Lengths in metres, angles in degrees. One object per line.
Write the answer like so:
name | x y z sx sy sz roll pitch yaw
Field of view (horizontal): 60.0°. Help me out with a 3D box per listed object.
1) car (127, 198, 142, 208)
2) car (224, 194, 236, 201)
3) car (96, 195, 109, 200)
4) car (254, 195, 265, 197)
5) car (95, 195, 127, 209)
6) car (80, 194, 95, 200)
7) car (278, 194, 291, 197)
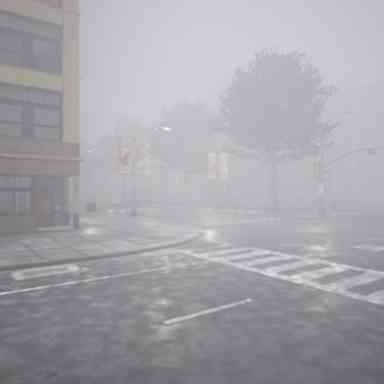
car | -9.038 1.550 47.943 1.895 1.301 4.718 0 0 -35
car | 8.148 1.286 76.882 2.161 1.482 4.786 0 0 -36
car | -23.772 1.435 88.171 1.895 1.301 4.718 0 0 -36
car | 17.799 1.307 83.332 1.895 1.301 4.718 0 0 -36
car | -10.911 1.436 44.524 1.882 1.535 5.008 0 0 -35
car | -26.578 1.203 86.078 2.097 1.767 4.553 0 0 -36
car | 18.624 1.182 69.399 2.002 1.452 4.674 0 0 -36
